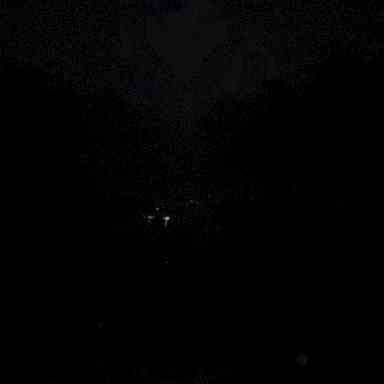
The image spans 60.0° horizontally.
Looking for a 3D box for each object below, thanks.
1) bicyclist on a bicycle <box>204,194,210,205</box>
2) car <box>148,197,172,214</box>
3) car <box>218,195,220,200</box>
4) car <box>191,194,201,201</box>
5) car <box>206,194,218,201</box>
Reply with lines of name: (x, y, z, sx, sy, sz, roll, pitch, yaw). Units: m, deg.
bicyclist on a bicycle: (2.129, 1.183, 52.343, 0.582, 1.620, 1.656, 2, 0, 5)
car: (-2.933, 1.218, 31.165, 1.837, 1.490, 4.892, 2, 0, 1)
car: (5.765, 1.281, 81.470, 2.033, 1.411, 5.357, 2, 0, 12)
car: (0.924, 1.139, 72.207, 2.128, 1.511, 4.902, 2, 0, 9)
car: (3.873, 1.220, 71.647, 1.837, 1.490, 4.892, 2, 0, 10)
